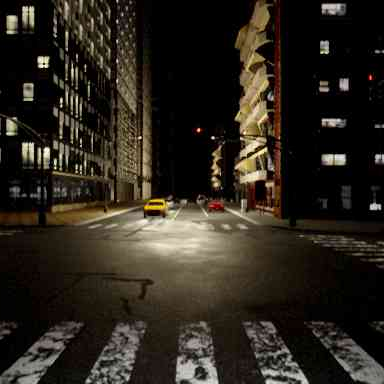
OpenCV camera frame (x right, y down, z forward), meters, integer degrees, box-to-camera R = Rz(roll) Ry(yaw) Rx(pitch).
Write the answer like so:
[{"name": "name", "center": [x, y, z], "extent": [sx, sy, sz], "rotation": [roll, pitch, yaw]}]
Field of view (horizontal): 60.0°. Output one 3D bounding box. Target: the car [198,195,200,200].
[{"name": "car", "center": [2.562, 1.549, 55.743], "extent": [2.008, 1.369, 4.403], "rotation": [0, 0, 0]}]

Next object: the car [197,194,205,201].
[{"name": "car", "center": [2.481, 1.456, 89.635], "extent": [1.967, 1.590, 4.097], "rotation": [0, 0, 0]}]

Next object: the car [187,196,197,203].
[{"name": "car", "center": [-0.078, 1.567, 70.237], "extent": [1.994, 1.385, 4.181], "rotation": [0, 0, 0]}]

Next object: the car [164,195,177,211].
[{"name": "car", "center": [-3.193, 1.522, 41.593], "extent": [1.812, 1.442, 4.674], "rotation": [0, 1, 0]}]

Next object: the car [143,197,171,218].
[{"name": "car", "center": [-3.170, 1.471, 29.776], "extent": [1.882, 1.535, 5.008], "rotation": [0, 0, 0]}]

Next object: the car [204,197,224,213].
[{"name": "car", "center": [2.655, 1.576, 37.178], "extent": [1.802, 1.307, 4.206], "rotation": [0, 0, 0]}]

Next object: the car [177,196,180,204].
[{"name": "car", "center": [-3.156, 1.548, 63.050], "extent": [2.033, 1.411, 5.357], "rotation": [0, 0, 0]}]

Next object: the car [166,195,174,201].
[{"name": "car", "center": [-5.899, 1.560, 89.615], "extent": [1.887, 1.381, 4.507], "rotation": [0, 0, 0]}]

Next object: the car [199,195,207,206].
[{"name": "car", "center": [2.575, 1.548, 50.095], "extent": [2.008, 1.369, 4.403], "rotation": [0, 0, 0]}]

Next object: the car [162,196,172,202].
[{"name": "car", "center": [-5.872, 1.559, 78.317], "extent": [2.008, 1.369, 4.403], "rotation": [0, 0, 0]}]

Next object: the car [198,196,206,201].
[{"name": "car", "center": [2.494, 1.594, 83.986], "extent": [1.802, 1.307, 4.206], "rotation": [0, 0, 0]}]

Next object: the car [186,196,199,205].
[{"name": "car", "center": [-0.041, 1.504, 59.927], "extent": [1.837, 1.490, 4.892], "rotation": [0, 0, 0]}]
